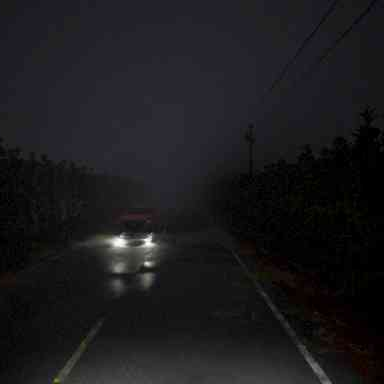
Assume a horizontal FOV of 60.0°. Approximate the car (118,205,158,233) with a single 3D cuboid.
[{"bbox_3d":[-3.212,1.571,20.510,1.882,1.535,5.008,0,0,0],"label":"car"}]
